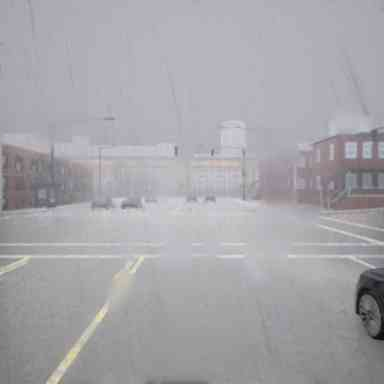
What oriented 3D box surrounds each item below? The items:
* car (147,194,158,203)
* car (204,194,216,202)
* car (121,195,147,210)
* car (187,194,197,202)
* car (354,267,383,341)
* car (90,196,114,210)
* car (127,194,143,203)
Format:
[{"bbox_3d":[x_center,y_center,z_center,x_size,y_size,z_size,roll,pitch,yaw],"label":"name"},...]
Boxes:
[{"bbox_3d":[-7.050,1.154,58.381,2.128,1.511,4.902,0,0,1],"label":"car"},{"bbox_3d":[3.485,1.133,64.041,1.837,1.490,4.892,0,0,0],"label":"car"},{"bbox_3d":[-7.100,1.316,39.682,2.033,1.411,5.357,0,0,0],"label":"car"},{"bbox_3d":[-0.015,1.120,64.036,2.128,1.511,4.902,0,0,0],"label":"car"},{"bbox_3d":[3.576,1.470,3.557,2.128,1.511,4.902,0,0,0],"label":"car"},{"bbox_3d":[-10.596,1.274,39.555,1.837,1.490,4.892,0,1,0],"label":"car"},{"bbox_3d":[-10.519,1.190,61.635,2.033,1.411,5.357,0,0,0],"label":"car"}]
